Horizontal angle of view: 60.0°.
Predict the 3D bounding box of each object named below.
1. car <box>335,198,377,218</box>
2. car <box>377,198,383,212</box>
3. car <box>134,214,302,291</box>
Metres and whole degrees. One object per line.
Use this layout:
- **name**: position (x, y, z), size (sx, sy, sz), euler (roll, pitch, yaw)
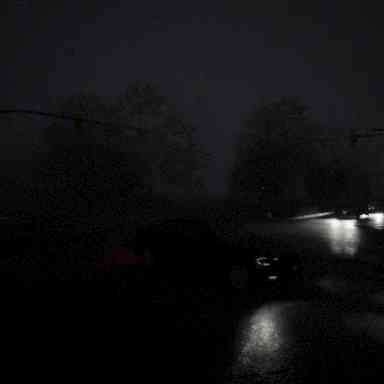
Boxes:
- **car**: position (13.992, 1.401, 28.827), size (2.128, 1.511, 4.902), euler (1, 0, 41)
- **car**: position (20.486, 1.398, 36.647), size (2.128, 1.511, 4.902), euler (1, 0, 39)
- **car**: position (0.469, 1.417, 9.136), size (5.008, 1.535, 1.882), euler (1, 0, 42)
